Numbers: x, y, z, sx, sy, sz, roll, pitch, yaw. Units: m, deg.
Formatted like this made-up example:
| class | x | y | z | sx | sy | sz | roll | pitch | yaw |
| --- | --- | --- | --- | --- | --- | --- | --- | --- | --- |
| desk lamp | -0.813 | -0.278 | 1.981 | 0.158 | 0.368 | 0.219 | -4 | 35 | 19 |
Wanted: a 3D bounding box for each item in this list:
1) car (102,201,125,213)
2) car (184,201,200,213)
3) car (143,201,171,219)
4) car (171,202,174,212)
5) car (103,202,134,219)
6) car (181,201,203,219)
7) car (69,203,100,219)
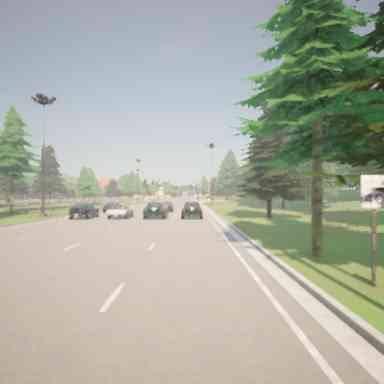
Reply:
| class | x | y | z | sx | sy | sz | roll | pitch | yaw |
| --- | --- | --- | --- | --- | --- | --- | --- | --- | --- |
| car | -10.484 | 2.011 | 44.684 | 1.994 | 1.385 | 4.181 | 0 | 0 | 0 |
| car | 0.019 | 2.018 | 45.317 | 1.994 | 1.385 | 4.181 | 0 | 0 | 1 |
| car | -3.502 | 1.679 | 32.750 | 2.097 | 1.767 | 4.553 | 0 | -1 | 0 |
| car | -3.475 | 1.981 | 45.605 | 1.812 | 1.442 | 4.674 | 0 | 0 | 1 |
| car | -7.002 | 1.929 | 32.825 | 1.895 | 1.301 | 4.718 | 0 | -1 | 0 |
| car | 0.000 | 1.681 | 32.932 | 2.097 | 1.767 | 4.553 | 0 | -1 | 0 |
| car | -10.500 | 1.833 | 32.668 | 1.837 | 1.490 | 4.892 | 0 | 0 | 0 |
